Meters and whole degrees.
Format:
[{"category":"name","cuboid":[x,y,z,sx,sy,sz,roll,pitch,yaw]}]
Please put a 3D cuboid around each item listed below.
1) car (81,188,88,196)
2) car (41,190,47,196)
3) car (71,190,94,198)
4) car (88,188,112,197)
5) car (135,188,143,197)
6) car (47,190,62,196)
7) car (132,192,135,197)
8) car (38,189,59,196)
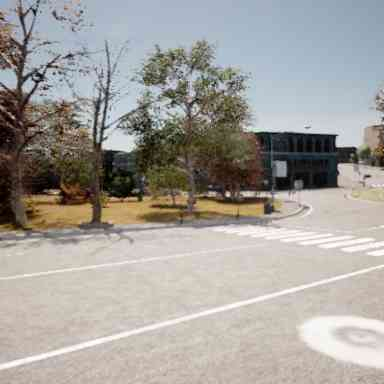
[{"category":"car","cuboid":[-21.920,0.123,72.141,2.435,2.045,5.566,0,2,18]},{"category":"car","cuboid":[-33.555,0.204,81.408,2.097,1.535,5.008,0,3,19]},{"category":"car","cuboid":[-24.264,0.354,74.002,2.231,1.521,4.892,-1,2,18]},{"category":"car","cuboid":[-19.561,0.415,70.332,2.163,1.488,4.792,0,2,17]},{"category":"car","cuboid":[-7.689,0.030,61.434,2.435,2.045,5.566,-2,1,16]},{"category":"car","cuboid":[-31.304,0.249,79.364,1.946,1.575,5.366,0,3,19]},{"category":"car","cuboid":[-10.084,0.195,63.147,2.185,1.767,4.553,-2,1,16]},{"category":"car","cuboid":[-35.878,0.165,83.271,2.097,1.535,5.008,0,2,19]}]
